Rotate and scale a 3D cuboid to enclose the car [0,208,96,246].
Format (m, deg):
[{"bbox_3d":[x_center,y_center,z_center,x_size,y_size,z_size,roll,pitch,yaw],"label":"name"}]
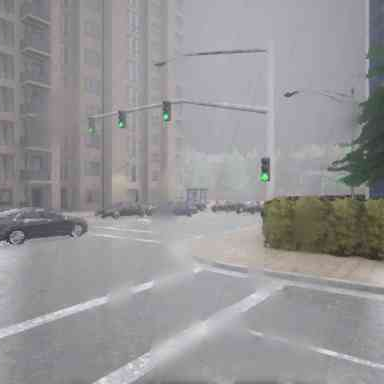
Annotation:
[{"bbox_3d":[-7.183,1.505,15.485,1.837,1.490,4.892,0,0,36],"label":"car"}]

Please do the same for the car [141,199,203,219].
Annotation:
[{"bbox_3d":[-1.624,1.547,29.414,2.033,1.411,5.357,0,0,36],"label":"car"}]

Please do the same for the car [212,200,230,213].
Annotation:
[{"bbox_3d":[4.029,1.601,37.158,1.895,1.301,4.718,0,0,36],"label":"car"}]

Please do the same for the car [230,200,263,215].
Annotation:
[{"bbox_3d":[6.085,1.526,33.746,1.812,1.442,4.674,0,0,36],"label":"car"}]

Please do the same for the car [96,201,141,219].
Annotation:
[{"bbox_3d":[-5.960,1.547,29.407,2.033,1.411,5.357,0,0,36],"label":"car"}]

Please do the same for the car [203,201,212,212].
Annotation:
[{"bbox_3d":[-0.270,1.492,37.206,2.128,1.511,4.902,0,0,36],"label":"car"}]
